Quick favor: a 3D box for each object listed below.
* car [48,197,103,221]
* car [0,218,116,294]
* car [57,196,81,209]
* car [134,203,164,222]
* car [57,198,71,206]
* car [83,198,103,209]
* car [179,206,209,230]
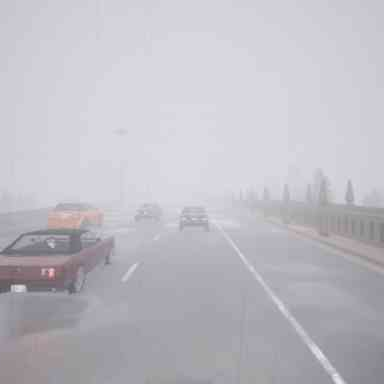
[{"bbox_3d":[-6.884,1.375,20.110,2.097,1.767,4.553,0,0,0],"label":"car"},{"bbox_3d":[-3.393,1.607,8.750,1.895,1.301,4.718,0,0,0],"label":"car"},{"bbox_3d":[-18.082,1.466,49.132,2.097,1.767,4.553,0,0,-5],"label":"car"},{"bbox_3d":[-3.380,1.583,26.759,2.033,1.411,5.357,0,0,0],"label":"car"},{"bbox_3d":[-23.603,1.746,61.541,1.994,1.385,4.181,0,0,-14],"label":"car"},{"bbox_3d":[-14.577,1.637,49.217,1.812,1.442,4.674,0,0,-5],"label":"car"},{"bbox_3d":[0.116,1.572,21.265,2.033,1.411,5.357,0,0,0],"label":"car"}]
